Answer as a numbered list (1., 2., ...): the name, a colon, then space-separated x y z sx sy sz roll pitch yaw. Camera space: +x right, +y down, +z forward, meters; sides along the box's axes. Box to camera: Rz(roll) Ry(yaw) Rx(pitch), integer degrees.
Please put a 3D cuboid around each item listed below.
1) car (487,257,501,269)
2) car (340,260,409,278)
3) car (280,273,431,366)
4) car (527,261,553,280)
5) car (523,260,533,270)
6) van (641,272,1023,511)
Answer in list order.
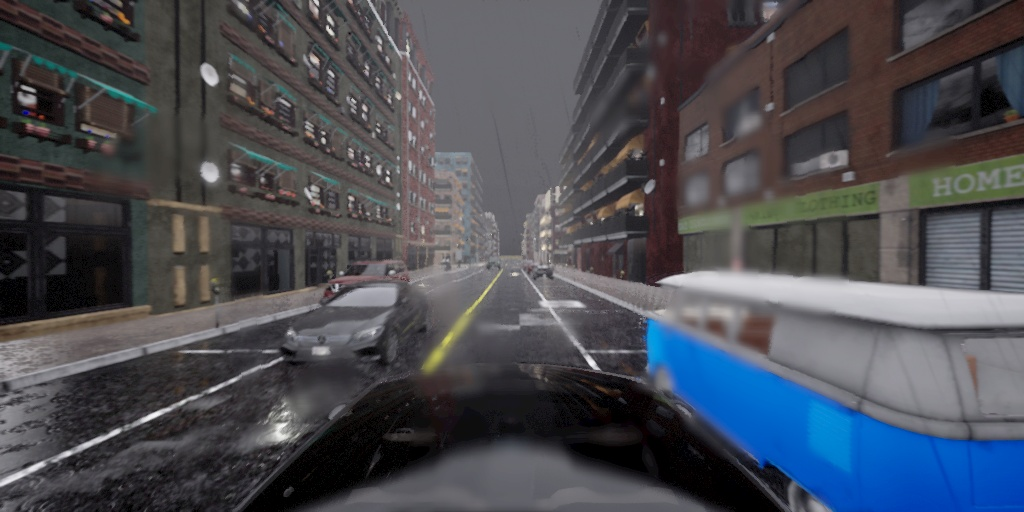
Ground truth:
1. car: -2.983 1.132 59.761 2.150 2.045 5.566 0 0 0
2. car: -5.687 1.100 14.868 2.192 1.841 5.009 0 0 0
3. car: -3.098 1.293 8.161 1.812 1.442 4.674 0 0 0
4. car: 2.699 1.385 31.914 2.007 1.370 4.403 0 0 0
5. car: 2.703 1.414 43.285 1.888 1.381 4.507 0 0 0
6. van: 2.690 1.095 3.492 1.690 1.789 3.998 0 0 0
